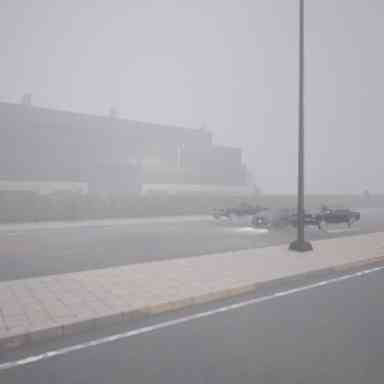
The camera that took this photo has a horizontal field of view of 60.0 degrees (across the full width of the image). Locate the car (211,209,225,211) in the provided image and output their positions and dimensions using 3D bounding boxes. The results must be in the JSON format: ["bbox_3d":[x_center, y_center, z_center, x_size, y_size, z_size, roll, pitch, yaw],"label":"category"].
[{"bbox_3d":[3.591,1.356,24.852,4.718,1.301,1.895,0,0,-35],"label":"car"}]

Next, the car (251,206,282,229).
[{"bbox_3d":[5.957,1.674,22.341,4.181,1.385,1.994,0,0,-35],"label":"car"}]

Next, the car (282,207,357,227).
[{"bbox_3d":[7.655,1.356,19.152,4.718,1.301,1.895,0,0,-35],"label":"car"}]
